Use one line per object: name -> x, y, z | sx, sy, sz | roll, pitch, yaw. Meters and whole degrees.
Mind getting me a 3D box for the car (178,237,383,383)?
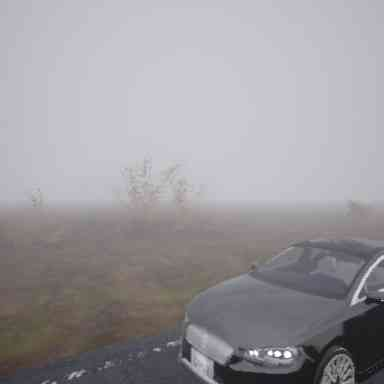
car -> 2.114, 1.473, 4.799 | 4.902, 1.511, 2.128 | 0, 0, -35
